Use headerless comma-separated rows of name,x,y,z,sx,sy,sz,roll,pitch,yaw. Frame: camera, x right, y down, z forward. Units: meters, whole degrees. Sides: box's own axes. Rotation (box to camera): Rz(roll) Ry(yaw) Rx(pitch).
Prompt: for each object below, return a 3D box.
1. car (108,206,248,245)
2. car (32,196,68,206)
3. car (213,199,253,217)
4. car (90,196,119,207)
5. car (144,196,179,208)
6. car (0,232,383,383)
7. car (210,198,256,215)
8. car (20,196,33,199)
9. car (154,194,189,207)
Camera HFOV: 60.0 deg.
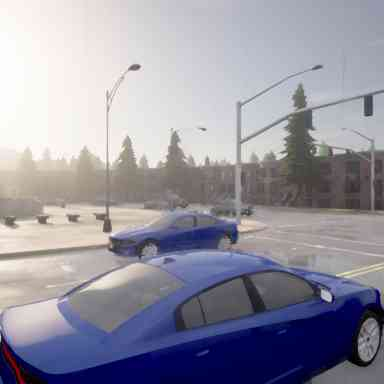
car,-0.531,1.477,12.095,5.008,1.535,1.882,0,0,-35
car,-21.913,1.494,52.190,4.902,1.511,2.128,0,0,17
car,3.640,1.564,30.635,1.994,1.385,4.181,0,0,-36
car,-13.807,1.478,52.413,5.008,1.535,1.882,1,0,27
car,-4.020,1.563,40.549,1.994,1.385,4.181,0,0,-43
car,0.427,1.478,4.100,5.008,1.535,1.882,0,0,-35
car,4.307,1.478,35.629,1.882,1.535,5.008,0,0,-37
car,-29.923,1.505,60.651,4.892,1.490,1.837,0,0,5
car,-2.966,1.224,44.500,5.566,2.045,2.150,0,0,43
